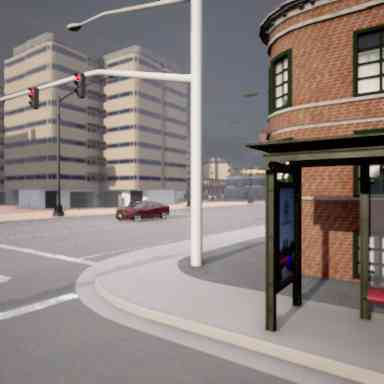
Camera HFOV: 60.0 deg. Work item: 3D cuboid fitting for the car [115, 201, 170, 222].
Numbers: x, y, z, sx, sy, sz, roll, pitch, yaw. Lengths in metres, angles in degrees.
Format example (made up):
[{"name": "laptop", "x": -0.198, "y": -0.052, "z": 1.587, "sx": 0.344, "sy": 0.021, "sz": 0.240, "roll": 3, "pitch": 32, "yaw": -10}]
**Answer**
[{"name": "car", "x": -3.803, "y": 1.463, "z": 26.232, "sx": 1.882, "sy": 1.535, "sz": 5.008, "roll": 0, "pitch": 0, "yaw": 35}]
